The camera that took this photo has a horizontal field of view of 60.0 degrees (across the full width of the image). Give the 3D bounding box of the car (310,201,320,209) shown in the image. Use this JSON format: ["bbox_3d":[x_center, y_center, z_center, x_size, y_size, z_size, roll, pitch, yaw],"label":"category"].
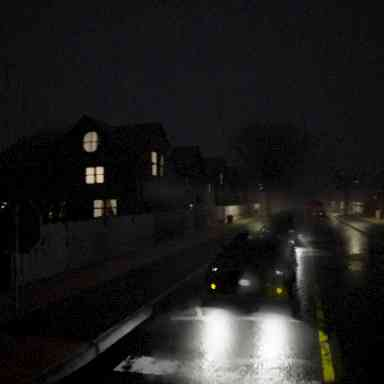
[{"bbox_3d":[29.434,3.077,79.704,2.097,1.767,4.553,-4,-3,18],"label":"car"}]

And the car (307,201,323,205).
[{"bbox_3d":[17.581,2.255,47.235,2.150,2.045,5.566,-2,-1,19],"label":"car"}]

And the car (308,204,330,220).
[{"bbox_3d":[14.047,2.335,36.540,2.033,1.411,5.357,-2,-2,19],"label":"car"}]

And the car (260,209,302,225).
[{"bbox_3d":[5.087,1.961,18.889,1.837,1.490,4.892,-2,-2,19],"label":"car"}]

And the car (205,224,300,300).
[{"bbox_3d":[1.787,1.803,9.042,1.994,1.385,4.181,-2,-2,19],"label":"car"}]
